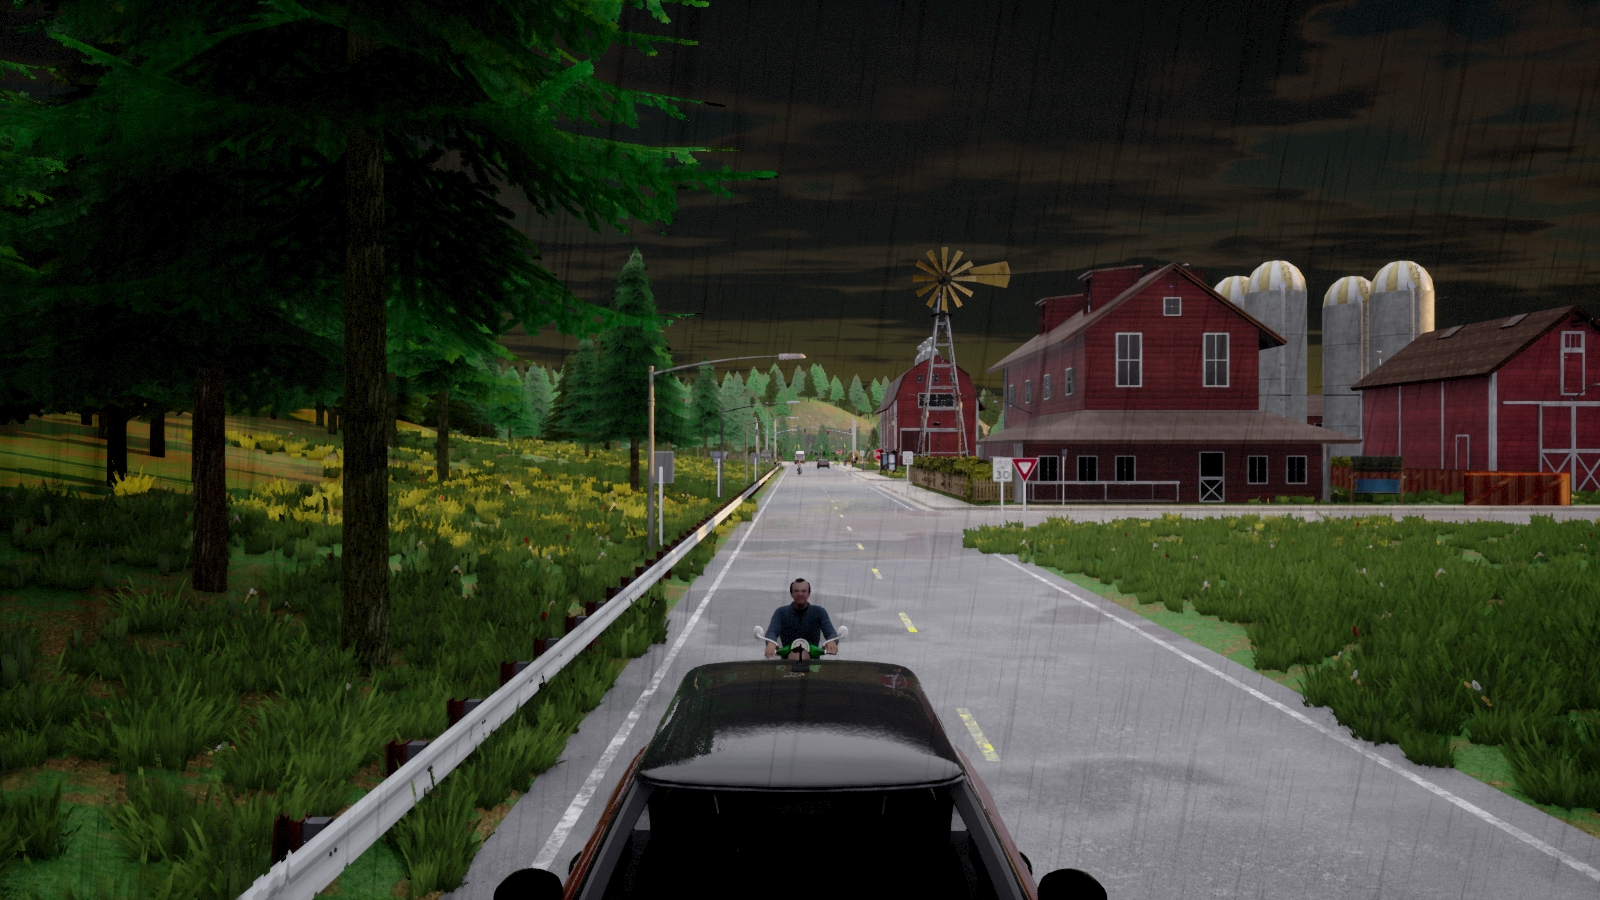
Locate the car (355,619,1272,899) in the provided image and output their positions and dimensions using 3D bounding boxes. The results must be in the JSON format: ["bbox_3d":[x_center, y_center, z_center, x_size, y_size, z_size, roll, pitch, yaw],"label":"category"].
[{"bbox_3d":[0.032,1.899,4.503,2.097,1.767,4.553,0,0,0],"label":"car"}]

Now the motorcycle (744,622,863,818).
[{"bbox_3d":[0.026,2.229,9.842,0.867,1.251,2.209,-2,-3,0],"label":"motorcycle"}]
